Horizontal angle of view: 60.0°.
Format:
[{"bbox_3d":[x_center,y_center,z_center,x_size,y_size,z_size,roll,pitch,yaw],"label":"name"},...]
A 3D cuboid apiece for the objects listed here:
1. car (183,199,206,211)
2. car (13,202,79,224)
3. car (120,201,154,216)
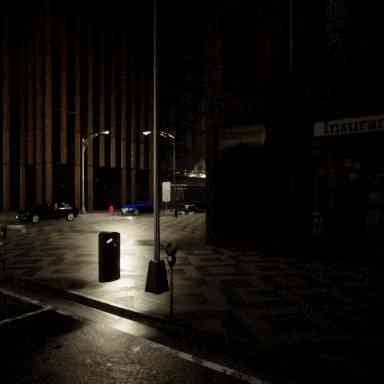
[{"bbox_3d":[0.785,1.628,42.648,2.128,1.511,4.902,0,0,35],"label":"car"},{"bbox_3d":[-11.163,1.568,25.776,1.837,1.490,4.892,0,0,35],"label":"car"},{"bbox_3d":[-5.230,1.626,34.169,1.812,1.442,4.674,0,0,36],"label":"car"}]
